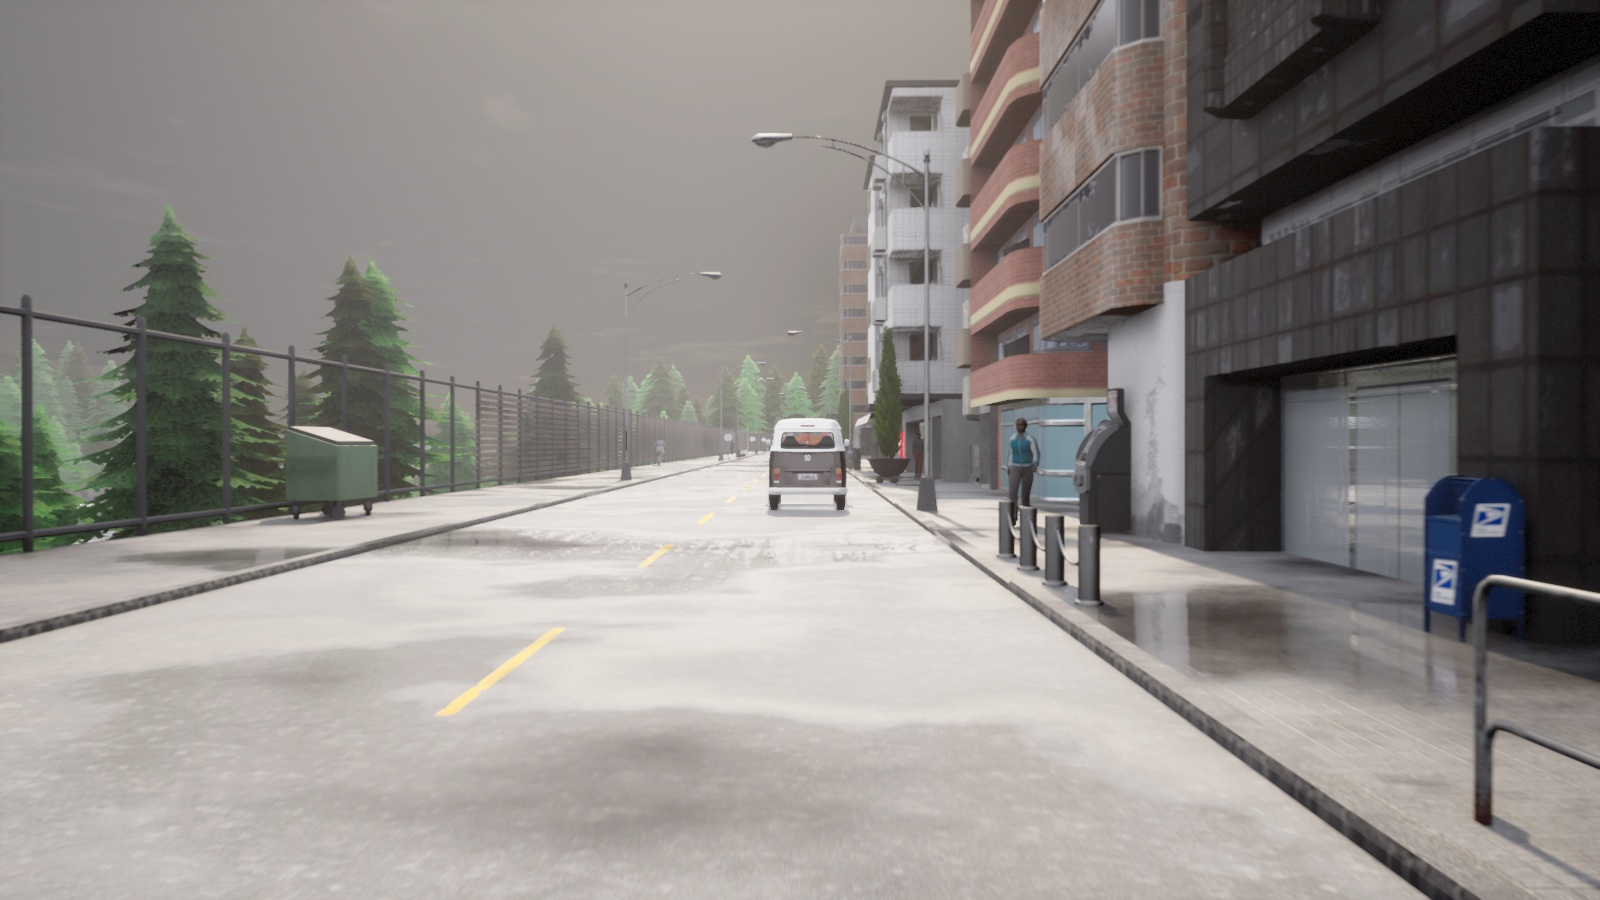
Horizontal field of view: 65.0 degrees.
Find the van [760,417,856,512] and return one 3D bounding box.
[{"bbox_3d":[0.178,0.305,29.302,2.069,2.038,4.480,0,0,0],"label":"van"}]

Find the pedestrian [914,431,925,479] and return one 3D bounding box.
[{"bbox_3d":[4.577,0.188,48.230,0.353,1.847,0.614,0,0,0],"label":"pedestrian"}]

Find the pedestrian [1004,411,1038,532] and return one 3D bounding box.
[{"bbox_3d":[3.612,0.343,20.541,0.396,1.930,0.692,0,0,23],"label":"pedestrian"}]

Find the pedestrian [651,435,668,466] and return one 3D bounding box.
[{"bbox_3d":[-8.605,0.016,76.859,0.874,1.855,0.900,0,0,3],"label":"pedestrian"}]
